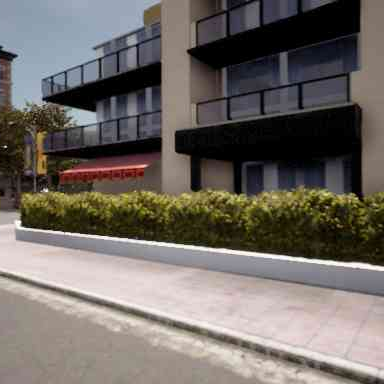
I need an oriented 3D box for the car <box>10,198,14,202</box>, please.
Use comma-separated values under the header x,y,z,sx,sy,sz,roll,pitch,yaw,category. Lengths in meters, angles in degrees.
x,y,z,sx,sy,sz,roll,pitch,yaw,category
-36.585,2.009,68.784,4.892,1.521,2.231,-1,0,36,car
